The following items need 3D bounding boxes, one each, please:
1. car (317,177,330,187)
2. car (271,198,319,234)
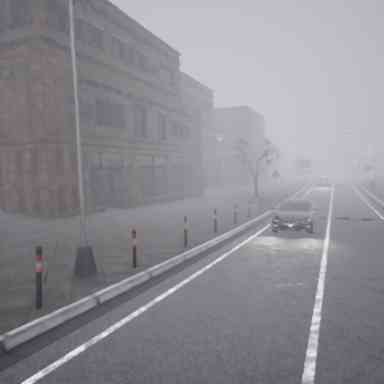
[{"bbox_3d":[22.864,-1.775,57.697,2.128,1.511,4.902,0,4,23],"label":"car"},{"bbox_3d":[5.245,1.115,16.732,1.837,1.490,4.892,0,2,23],"label":"car"}]
